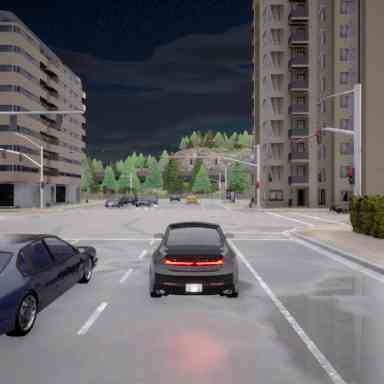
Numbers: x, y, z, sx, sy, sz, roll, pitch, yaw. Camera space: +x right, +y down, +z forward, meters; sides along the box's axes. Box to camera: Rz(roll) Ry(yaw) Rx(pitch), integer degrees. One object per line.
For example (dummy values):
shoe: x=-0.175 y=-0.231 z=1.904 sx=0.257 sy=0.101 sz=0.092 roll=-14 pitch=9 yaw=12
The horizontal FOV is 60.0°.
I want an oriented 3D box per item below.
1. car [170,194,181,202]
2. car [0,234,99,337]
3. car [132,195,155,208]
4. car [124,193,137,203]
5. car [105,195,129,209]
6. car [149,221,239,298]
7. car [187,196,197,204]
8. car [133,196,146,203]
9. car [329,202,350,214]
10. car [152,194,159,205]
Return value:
car: x=-3.625 y=1.194 z=72.963 sx=2.097 sy=1.767 sz=4.553 roll=0 pitch=0 yaw=0
car: x=-3.461 y=1.547 z=6.576 sx=2.033 sy=1.411 sz=5.357 roll=0 pitch=0 yaw=0
car: x=-7.164 y=1.564 z=49.327 sx=1.994 sy=1.385 sz=4.181 roll=0 pitch=0 yaw=0
car: x=-10.673 y=1.223 z=57.153 sx=2.150 sy=2.045 sz=5.566 roll=0 pitch=0 yaw=0
car: x=-10.668 y=1.493 z=45.970 sx=2.128 sy=1.511 sz=4.902 roll=0 pitch=0 yaw=0
car: x=0.049 y=1.505 z=8.505 sx=1.837 sy=1.490 sz=4.892 roll=0 pitch=0 yaw=0
car: x=-0.018 y=1.477 z=65.587 sx=1.882 sy=1.535 sz=5.008 roll=0 pitch=0 yaw=0
car: x=-10.625 y=1.564 z=67.468 sx=1.994 sy=1.385 sz=4.181 roll=0 pitch=0 yaw=0
car: x=17.286 y=1.547 z=34.639 sx=5.357 sy=1.411 sz=2.033 roll=0 pitch=0 yaw=0
car: x=-7.171 y=1.351 z=58.957 sx=2.097 sy=1.767 sz=4.553 roll=0 pitch=0 yaw=0
